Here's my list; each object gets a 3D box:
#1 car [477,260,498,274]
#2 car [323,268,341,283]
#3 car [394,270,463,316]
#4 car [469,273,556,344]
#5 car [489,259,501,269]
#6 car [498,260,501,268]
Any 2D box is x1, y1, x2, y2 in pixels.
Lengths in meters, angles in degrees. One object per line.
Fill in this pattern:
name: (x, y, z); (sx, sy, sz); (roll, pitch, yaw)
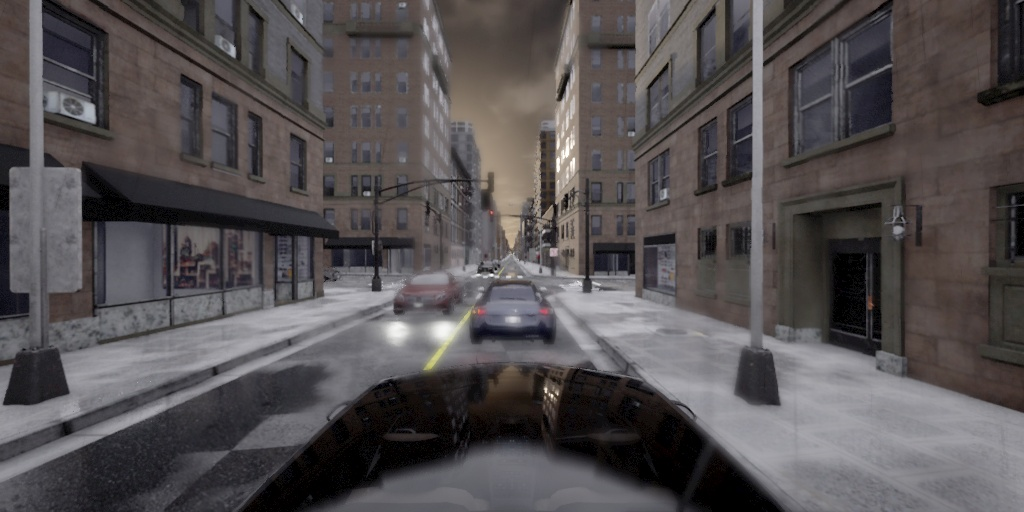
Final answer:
car: (-3.067, 1.334, 43.031); (1.837, 1.490, 4.892); (0, 0, 0)
car: (-14.378, 1.122, 24.884); (4.674, 1.442, 1.812); (1, 0, 0)
car: (-2.970, 1.287, 13.663); (1.812, 1.442, 4.674); (0, 0, 0)
car: (0.016, 1.320, 9.587); (1.994, 1.385, 4.181); (0, 0, 0)
car: (-3.016, 1.360, 63.263); (1.882, 1.535, 5.008); (0, 0, 0)
car: (-3.061, 1.403, 52.854); (2.033, 1.411, 5.357); (0, 0, 0)
